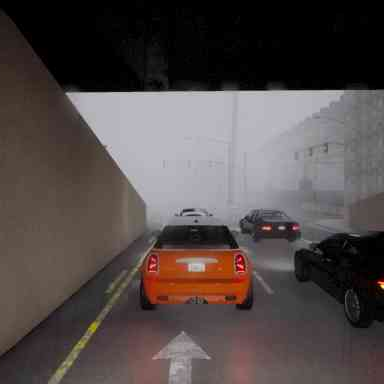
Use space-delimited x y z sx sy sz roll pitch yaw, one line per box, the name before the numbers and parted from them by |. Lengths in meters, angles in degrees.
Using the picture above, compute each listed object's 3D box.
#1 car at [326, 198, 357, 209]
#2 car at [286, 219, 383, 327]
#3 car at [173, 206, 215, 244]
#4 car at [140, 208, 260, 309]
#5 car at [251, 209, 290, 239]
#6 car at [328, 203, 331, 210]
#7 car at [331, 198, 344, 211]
car | 17.563 1.295 38.898 1.853 1.218 4.536 0 0 45
car | 3.585 1.526 6.870 1.812 1.442 4.674 0 0 0
car | 0.095 1.526 16.691 1.812 1.442 4.674 0 0 0
car | 0.087 1.352 8.013 2.097 1.767 4.553 0 0 0
car | 3.628 1.547 16.362 2.033 1.411 5.357 0 0 -3
car | 17.527 1.453 38.861 2.038 1.542 4.974 0 0 45
car | 17.424 1.453 34.254 2.038 1.542 4.974 0 0 -35
